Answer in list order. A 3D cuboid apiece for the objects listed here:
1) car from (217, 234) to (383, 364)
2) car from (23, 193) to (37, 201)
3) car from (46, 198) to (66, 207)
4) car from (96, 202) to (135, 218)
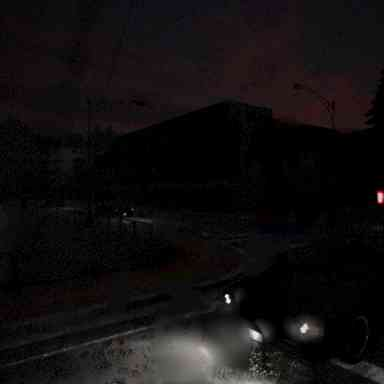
[{"bbox_3d":[3.007,1.531,6.026,5.357,1.411,2.033,0,0,-36],"label":"car"},{"bbox_3d":[-40.265,1.292,83.306,2.097,1.767,4.553,0,0,-35],"label":"car"},{"bbox_3d":[-19.536,1.550,47.638,1.895,1.301,4.718,0,0,-35],"label":"car"},{"bbox_3d":[-6.818,1.551,29.353,1.895,1.301,4.718,0,0,-35],"label":"car"}]
